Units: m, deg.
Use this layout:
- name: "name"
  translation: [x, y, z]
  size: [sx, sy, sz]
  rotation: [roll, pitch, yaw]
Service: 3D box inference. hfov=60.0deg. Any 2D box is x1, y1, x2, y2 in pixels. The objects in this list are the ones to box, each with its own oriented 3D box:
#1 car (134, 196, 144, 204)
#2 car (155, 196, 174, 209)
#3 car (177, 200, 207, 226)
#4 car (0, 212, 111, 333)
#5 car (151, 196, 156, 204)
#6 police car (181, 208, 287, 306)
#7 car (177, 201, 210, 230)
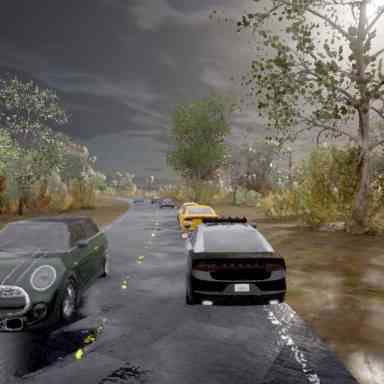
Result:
- name: "car"
  translation: [-10.529, 1.499, 65.682]
  size: [1.837, 1.490, 4.892]
  rotation: [0, 0, -13]
- name: "car"
  translation: [-3.577, 1.543, 46.143]
  size: [2.033, 1.411, 5.357]
  rotation: [0, 0, -9]
- name: "car"
  translation: [-0.141, 1.453, 24.425]
  size: [1.801, 1.575, 5.366]
  rotation: [0, 0, -5]
- name: "car"
  translation: [-3.189, 1.352, 7.100]
  size: [2.097, 1.767, 4.553]
  rotation: [0, 0, -2]
- name: "car"
  translation: [-6.817, 1.519, 63.503]
  size: [1.812, 1.442, 4.674]
  rotation: [0, 0, -12]
- name: "police car"
  translation: [0.774, 1.425, 8.246]
  size: [1.930, 1.638, 5.238]
  rotation: [0, 0, -2]
- name: "car"
  translation: [0.313, 1.477, 18.204]
  size: [1.882, 1.535, 5.008]
  rotation: [0, 0, -4]
